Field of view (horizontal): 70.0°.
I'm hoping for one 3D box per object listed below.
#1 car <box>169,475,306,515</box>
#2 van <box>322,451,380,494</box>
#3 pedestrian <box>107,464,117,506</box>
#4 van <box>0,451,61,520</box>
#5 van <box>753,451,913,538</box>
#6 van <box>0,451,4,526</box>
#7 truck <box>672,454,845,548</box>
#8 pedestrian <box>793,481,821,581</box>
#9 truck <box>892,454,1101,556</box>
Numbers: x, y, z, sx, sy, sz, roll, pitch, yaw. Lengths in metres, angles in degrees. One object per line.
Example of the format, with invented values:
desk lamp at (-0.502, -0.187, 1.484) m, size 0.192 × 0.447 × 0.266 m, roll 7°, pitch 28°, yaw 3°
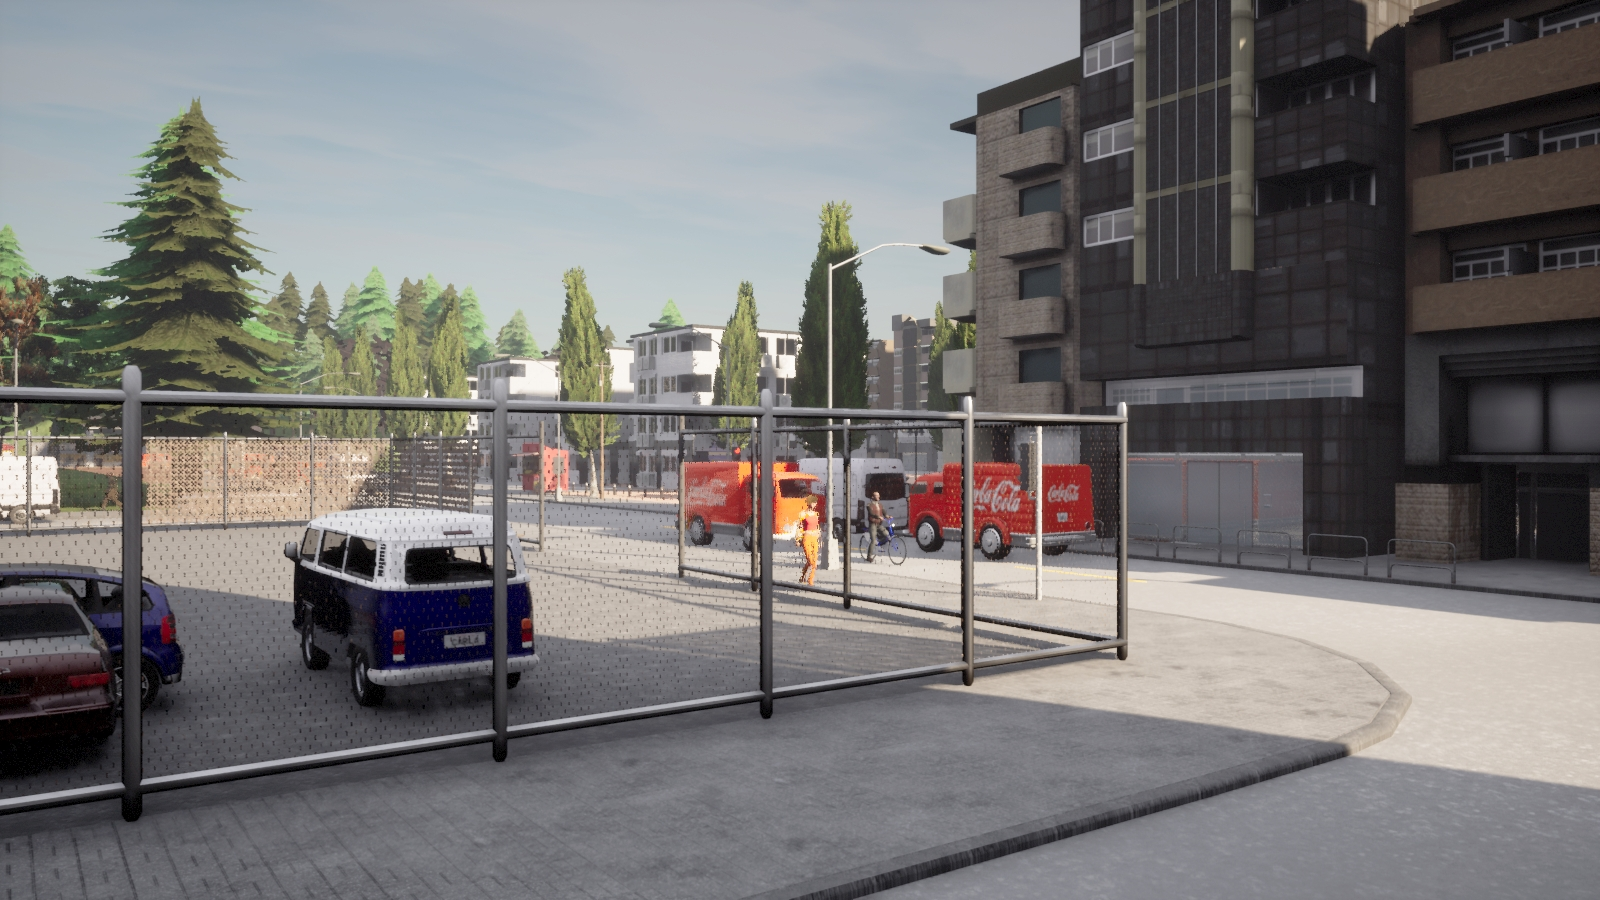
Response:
car at (-23.598, 1.842, 47.970) m, size 4.892 × 1.480 × 2.231 m, roll 0°, pitch 0°, yaw -35°
van at (-27.854, 1.315, 70.786) m, size 1.988 × 2.561 × 5.915 m, roll 0°, pitch 0°, yaw -35°
pedestrian at (-30.143, 1.526, 50.052) m, size 0.375 × 1.860 × 0.375 m, roll 0°, pitch 0°, yaw -35°
van at (-31.145, 1.314, 42.651) m, size 5.915 × 2.561 × 1.988 m, roll 0°, pitch 0°, yaw -34°
van at (0.938, 1.316, 36.722) m, size 1.988 × 2.561 × 5.915 m, roll 0°, pitch 0°, yaw -35°
van at (-30.388, 1.314, 38.449) m, size 5.915 × 2.561 × 1.988 m, roll 0°, pitch 0°, yaw -35°
truck at (-1.296, 1.350, 33.065) m, size 2.627 × 2.467 × 5.204 m, roll 0°, pitch 0°, yaw -35°
pedestrian at (0.129, 1.525, 21.703) m, size 0.375 × 1.860 × 0.375 m, roll 0°, pitch 0°, yaw -35°
truck at (5.153, 1.350, 30.738) m, size 2.627 × 2.467 × 5.204 m, roll 0°, pitch 0°, yaw -35°
